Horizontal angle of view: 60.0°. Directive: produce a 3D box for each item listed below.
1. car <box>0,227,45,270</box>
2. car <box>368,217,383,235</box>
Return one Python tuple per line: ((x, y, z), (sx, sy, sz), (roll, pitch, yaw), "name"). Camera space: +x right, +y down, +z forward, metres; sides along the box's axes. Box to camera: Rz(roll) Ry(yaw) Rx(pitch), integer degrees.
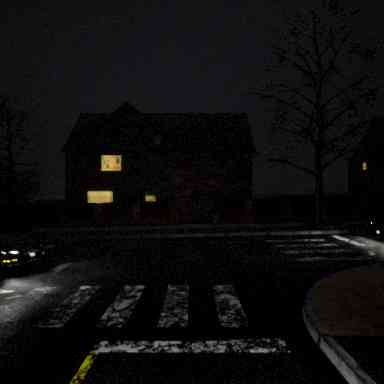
((-6.993, 1.649, 10.290), (4.892, 1.490, 1.837), (-2, -1, 14), "car")
((10.452, 1.229, 14.009), (5.357, 1.411, 2.033), (-1, 1, -1), "car")
